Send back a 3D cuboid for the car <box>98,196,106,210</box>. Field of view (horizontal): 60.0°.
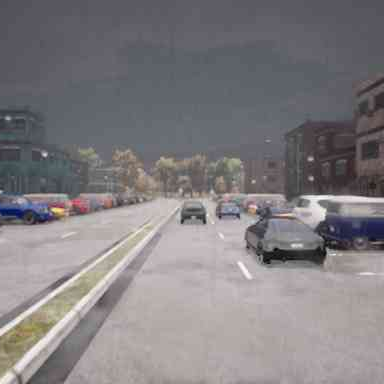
[{"bbox_3d":[-12.512,1.496,36.937,4.792,1.488,2.163,0,0,0],"label":"car"}]

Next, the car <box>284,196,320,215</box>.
[{"bbox_3d":[7.671,1.204,16.041,5.566,2.045,2.435,0,0,0],"label":"car"}]

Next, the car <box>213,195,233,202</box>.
[{"bbox_3d":[7.625,1.551,82.221,4.553,1.767,2.185,0,0,0],"label":"car"}]

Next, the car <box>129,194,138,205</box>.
[{"bbox_3d":[-12.494,1.303,56.267,5.566,2.045,2.435,0,0,0],"label":"car"}]

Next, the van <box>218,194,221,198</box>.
[{"bbox_3d":[7.535,1.351,60.155,4.442,1.987,1.878,0,0,0],"label":"van"}]

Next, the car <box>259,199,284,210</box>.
[{"bbox_3d":[7.674,1.487,24.311,4.792,1.488,2.163,0,0,0],"label":"car"}]

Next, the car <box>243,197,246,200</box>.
[{"bbox_3d":[7.644,1.509,32.584,4.674,1.452,2.002,0,0,0],"label":"car"}]

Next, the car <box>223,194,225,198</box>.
[{"bbox_3d":[7.681,1.408,51.883,4.553,1.767,2.185,0,0,0],"label":"car"}]

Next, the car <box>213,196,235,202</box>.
[{"bbox_3d":[7.661,1.671,79.458,5.008,1.535,2.097,0,0,0],"label":"car"}]

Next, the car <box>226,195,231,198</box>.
[{"bbox_3d":[7.643,1.511,46.368,4.892,1.521,2.231,0,0,0],"label":"car"}]

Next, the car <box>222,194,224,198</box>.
[{"bbox_3d":[7.682,1.421,54.640,4.553,1.767,2.185,0,0,0],"label":"car"}]

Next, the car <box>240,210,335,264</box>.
[{"bbox_3d":[3.102,1.543,11.786,1.994,1.385,4.181,0,0,0],"label":"car"}]

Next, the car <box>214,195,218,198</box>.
[{"bbox_3d":[7.467,1.590,62.912,5.366,1.575,1.946,0,0,0],"label":"car"}]

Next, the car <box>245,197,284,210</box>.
[{"bbox_3d":[7.831,1.461,29.826,5.366,1.575,1.946,0,0,0],"label":"car"}]

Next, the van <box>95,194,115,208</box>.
[{"bbox_3d":[-12.653,1.260,42.497,4.442,1.987,1.878,0,0,0],"label":"van"}]

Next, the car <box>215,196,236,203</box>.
[{"bbox_3d":[7.653,1.702,76.702,4.674,1.452,2.002,0,0,0],"label":"car"}]

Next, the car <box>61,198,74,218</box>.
[{"bbox_3d":[-12.367,1.438,25.822,5.366,1.575,1.946,0,0,0],"label":"car"}]

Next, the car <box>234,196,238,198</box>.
[{"bbox_3d":[7.641,1.483,38.098,4.892,1.521,2.231,0,0,0],"label":"car"}]

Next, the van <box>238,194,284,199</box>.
[{"bbox_3d":[7.529,1.249,35.217,4.442,1.987,1.878,0,0,0],"label":"van"}]

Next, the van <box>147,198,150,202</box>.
[{"bbox_3d":[-12.387,1.446,75.723,4.442,1.987,1.878,0,0,0],"label":"van"}]

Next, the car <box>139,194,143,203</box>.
[{"bbox_3d":[-12.546,1.338,61.951,5.566,2.045,2.435,0,0,0],"label":"car"}]

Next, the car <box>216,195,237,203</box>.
[{"bbox_3d":[7.623,1.527,73.945,4.553,1.767,2.185,0,0,0],"label":"car"}]

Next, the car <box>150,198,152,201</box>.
[{"bbox_3d":[-12.532,1.554,78.631,4.553,1.767,2.185,0,0,0],"label":"car"}]

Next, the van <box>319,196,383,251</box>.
[{"bbox_3d":[7.759,1.232,13.283,4.442,1.987,1.878,0,0,0],"label":"van"}]

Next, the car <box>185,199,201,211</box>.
[{"bbox_3d":[0.109,1.614,41.685,1.895,1.301,4.718,0,0,0],"label":"car"}]

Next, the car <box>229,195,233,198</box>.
[{"bbox_3d":[7.642,1.500,43.611,4.892,1.521,2.231,0,0,0],"label":"car"}]

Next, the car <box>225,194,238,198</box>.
[{"bbox_3d":[7.618,1.395,49.126,4.553,1.767,2.185,0,0,0],"label":"car"}]

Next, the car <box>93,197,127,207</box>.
[{"bbox_3d":[-12.525,1.564,50.832,4.674,1.452,2.002,0,0,0],"label":"car"}]

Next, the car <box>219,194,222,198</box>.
[{"bbox_3d":[7.657,1.562,57.397,5.008,1.535,2.097,0,0,0],"label":"car"}]

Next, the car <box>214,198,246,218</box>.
[{"bbox_3d":[3.106,1.531,29.434,2.033,1.411,5.357,0,0,0],"label":"car"}]

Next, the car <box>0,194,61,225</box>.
[{"bbox_3d":[-12.527,1.186,23.044,5.566,2.045,2.435,0,0,0],"label":"car"}]

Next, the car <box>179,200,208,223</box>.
[{"bbox_3d":[0.105,1.485,25.235,1.837,1.490,4.892,0,0,0],"label":"car"}]

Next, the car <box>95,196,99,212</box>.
[{"bbox_3d":[-12.538,1.459,34.159,4.892,1.521,2.231,0,0,0],"label":"car"}]

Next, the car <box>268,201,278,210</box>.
[{"bbox_3d":[7.647,1.496,21.555,4.674,1.452,2.002,0,0,0],"label":"car"}]

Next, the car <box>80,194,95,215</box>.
[{"bbox_3d":[-12.519,1.199,31.379,5.566,2.045,2.435,0,0,0],"label":"car"}]

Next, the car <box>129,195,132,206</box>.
[{"bbox_3d":[-12.522,1.578,53.547,4.674,1.452,2.002,0,0,0],"label":"car"}]

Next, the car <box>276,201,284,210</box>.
[{"bbox_3d":[7.649,1.455,18.797,5.008,1.535,2.097,0,0,0],"label":"car"}]

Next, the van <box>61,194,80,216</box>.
[{"bbox_3d":[-12.433,1.220,28.602,4.442,1.987,1.878,0,0,0],"label":"van"}]

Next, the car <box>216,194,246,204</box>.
[{"bbox_3d":[7.681,1.358,65.670,5.566,2.045,2.435,0,0,0],"label":"car"}]

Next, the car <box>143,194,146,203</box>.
[{"bbox_3d":[-12.506,1.624,67.382,5.008,1.535,2.097,0,0,0],"label":"car"}]

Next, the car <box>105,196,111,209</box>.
[{"bbox_3d":[-12.536,1.515,39.592,4.674,1.452,2.002,0,0,0],"label":"car"}]

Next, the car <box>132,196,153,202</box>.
[{"bbox_3d":[-12.466,1.713,84.066,4.792,1.488,2.163,0,0,0],"label":"car"}]

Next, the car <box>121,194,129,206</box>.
[{"bbox_3d":[-12.559,1.259,48.055,5.566,2.045,2.435,0,0,0],"label":"car"}]

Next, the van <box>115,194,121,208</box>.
[{"bbox_3d":[-12.417,1.271,45.274,4.442,1.987,1.878,0,0,0],"label":"van"}]

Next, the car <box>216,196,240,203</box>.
[{"bbox_3d":[7.660,1.642,71.183,4.892,1.521,2.231,0,0,0],"label":"car"}]

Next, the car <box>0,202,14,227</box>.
[{"bbox_3d":[-12.555,1.435,17.485,4.892,1.521,2.231,0,0,0],"label":"car"}]

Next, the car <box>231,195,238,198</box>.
[{"bbox_3d":[7.642,1.491,40.854,4.892,1.521,2.231,0,0,0],"label":"car"}]
